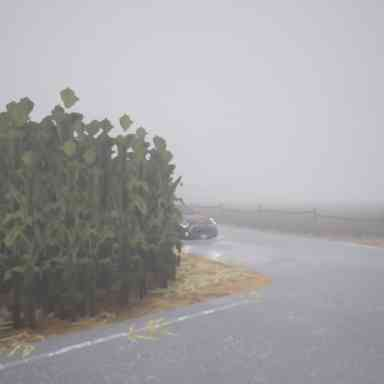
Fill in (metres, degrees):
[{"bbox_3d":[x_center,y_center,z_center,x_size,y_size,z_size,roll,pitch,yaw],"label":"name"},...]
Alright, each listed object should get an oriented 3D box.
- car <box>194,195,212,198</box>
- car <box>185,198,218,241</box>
[{"bbox_3d":[2.510,1.280,62.090,4.553,1.767,2.097,0,0,-35],"label":"car"},{"bbox_3d":[-0.769,1.350,16.299,2.097,1.767,4.553,0,0,-35],"label":"car"}]
